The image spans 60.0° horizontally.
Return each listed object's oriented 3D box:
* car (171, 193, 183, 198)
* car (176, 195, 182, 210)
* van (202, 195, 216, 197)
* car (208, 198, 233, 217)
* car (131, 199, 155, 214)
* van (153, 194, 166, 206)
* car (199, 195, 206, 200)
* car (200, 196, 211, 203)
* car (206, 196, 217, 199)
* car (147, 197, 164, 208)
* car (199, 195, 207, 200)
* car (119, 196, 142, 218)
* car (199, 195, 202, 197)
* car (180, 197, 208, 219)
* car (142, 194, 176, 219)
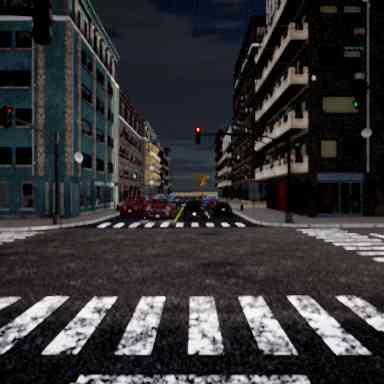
[{"bbox_3d":[-2.550,1.416,63.389,2.128,1.511,4.902,0,0,1],"label":"car"},{"bbox_3d":[-2.712,1.447,40.471,2.128,1.511,4.902,0,0,0],"label":"car"},{"bbox_3d":[2.725,1.288,47.088,1.690,1.788,3.998,0,0,0],"label":"van"},{"bbox_3d":[2.668,1.535,30.432,1.947,1.339,4.313,0,0,0],"label":"car"},{"bbox_3d":[-5.193,1.507,36.011,1.887,1.381,4.507,0,0,0],"label":"car"},{"bbox_3d":[-5.137,1.280,52.666,1.690,1.788,3.998,0,0,0],"label":"van"},{"bbox_3d":[2.875,1.419,91.505,1.887,1.381,4.507,0,0,0],"label":"car"},{"bbox_3d":[2.800,1.464,69.297,2.008,1.369,4.403,0,0,0],"label":"car"},{"bbox_3d":[2.706,1.536,41.536,1.802,1.307,4.206,0,0,0],"label":"car"},{"bbox_3d":[-5.156,1.491,47.115,1.887,1.381,4.507,0,0,0],"label":"car"},{"bbox_3d":[2.856,1.429,85.952,1.887,1.381,4.507,0,0,0],"label":"car"},{"bbox_3d":[-5.212,1.284,30.458,2.192,1.841,5.009,0,0,0],"label":"car"},{"bbox_3d":[2.762,1.370,58.192,1.967,1.590,4.097,0,0,0],"label":"car"},{"bbox_3d":[0.194,1.476,28.847,1.837,1.490,4.892,0,0,0],"label":"car"},{"bbox_3d":[-2.723,1.324,28.434,2.097,1.767,4.553,0,0,0],"label":"car"}]
